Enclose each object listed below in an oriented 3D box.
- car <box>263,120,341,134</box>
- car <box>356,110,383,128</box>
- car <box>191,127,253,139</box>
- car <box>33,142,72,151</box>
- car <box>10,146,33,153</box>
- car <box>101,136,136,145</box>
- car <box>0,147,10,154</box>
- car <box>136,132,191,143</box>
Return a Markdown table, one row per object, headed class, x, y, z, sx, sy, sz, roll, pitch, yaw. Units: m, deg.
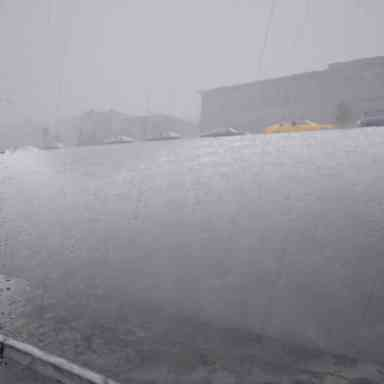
| class | x | y | z | sx | sy | sz | roll | pitch | yaw |
| --- | --- | --- | --- | --- | --- | --- | --- | --- | --- |
| car | 7.273 | -4.004 | 22.132 | 5.008 | 1.535 | 2.097 | 2 | 1 | 33 |
| car | 11.978 | -3.954 | 19.235 | 4.553 | 1.767 | 2.185 | 2 | 1 | 32 |
| car | 2.612 | -4.141 | 25.140 | 4.674 | 1.452 | 2.002 | 2 | 1 | 34 |
| car | -15.424 | -4.914 | 37.730 | 4.553 | 1.767 | 2.185 | 2 | 1 | 35 |
| car | -19.913 | -4.888 | 40.901 | 4.674 | 1.452 | 2.002 | 2 | 1 | 35 |
| car | -6.492 | -4.507 | 31.422 | 4.892 | 1.521 | 2.231 | 2 | 1 | 35 |
| car | -24.545 | -5.197 | 44.172 | 4.553 | 1.767 | 2.185 | 2 | 1 | 35 |
| car | -1.981 | -4.353 | 28.246 | 4.892 | 1.521 | 2.231 | 2 | 1 | 35 |
